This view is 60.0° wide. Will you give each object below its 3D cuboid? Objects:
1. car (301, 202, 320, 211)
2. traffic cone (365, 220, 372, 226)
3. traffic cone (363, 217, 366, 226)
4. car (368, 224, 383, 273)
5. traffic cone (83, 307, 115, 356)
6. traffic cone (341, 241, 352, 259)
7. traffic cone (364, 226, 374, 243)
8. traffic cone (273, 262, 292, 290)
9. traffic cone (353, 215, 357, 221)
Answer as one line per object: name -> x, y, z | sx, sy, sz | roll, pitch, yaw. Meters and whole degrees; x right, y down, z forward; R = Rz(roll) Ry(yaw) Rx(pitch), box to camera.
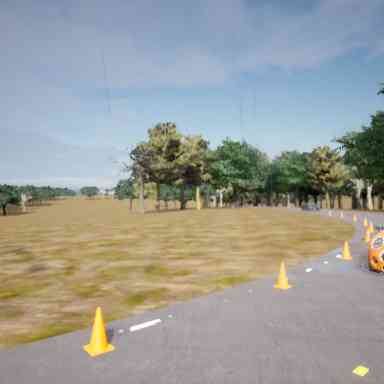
car -> 18.541, 2.323, 52.305 | 2.033, 1.411, 5.357 | -1, -2, 5
traffic cone -> 10.435, 2.039, 19.358 | 0.340, 0.580, 0.340 | 0, -1, 27
traffic cone -> 12.350, 2.088, 23.670 | 0.340, 0.580, 0.340 | 0, -1, 21
car -> 6.777, 1.377, 9.934 | 2.097, 1.767, 4.553 | 0, 0, 38
traffic cone -> -1.336, 1.957, 4.775 | 0.340, 0.580, 0.340 | 0, 0, -39
traffic cone -> 5.313, 1.989, 11.450 | 0.340, 0.580, 0.340 | 0, 0, 39
traffic cone -> 8.080, 2.008, 15.269 | 0.340, 0.580, 0.340 | 0, 0, 33
traffic cone -> 2.163, 1.972, 7.939 | 0.340, 0.580, 0.340 | 0, 0, 45
traffic cone -> 13.807, 2.156, 28.158 | 0.340, 0.580, 0.340 | -1, -1, 15
